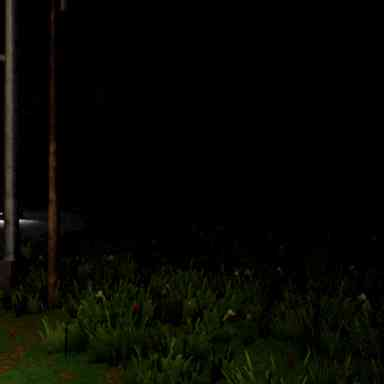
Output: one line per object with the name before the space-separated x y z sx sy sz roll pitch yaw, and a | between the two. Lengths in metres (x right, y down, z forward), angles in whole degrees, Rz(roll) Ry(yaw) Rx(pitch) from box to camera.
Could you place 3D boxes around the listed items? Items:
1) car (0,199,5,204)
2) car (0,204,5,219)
car | -16.100 1.537 28.019 1.994 1.385 4.181 0 0 -33
car | -12.508 1.574 18.700 1.895 1.301 4.718 0 0 -13
